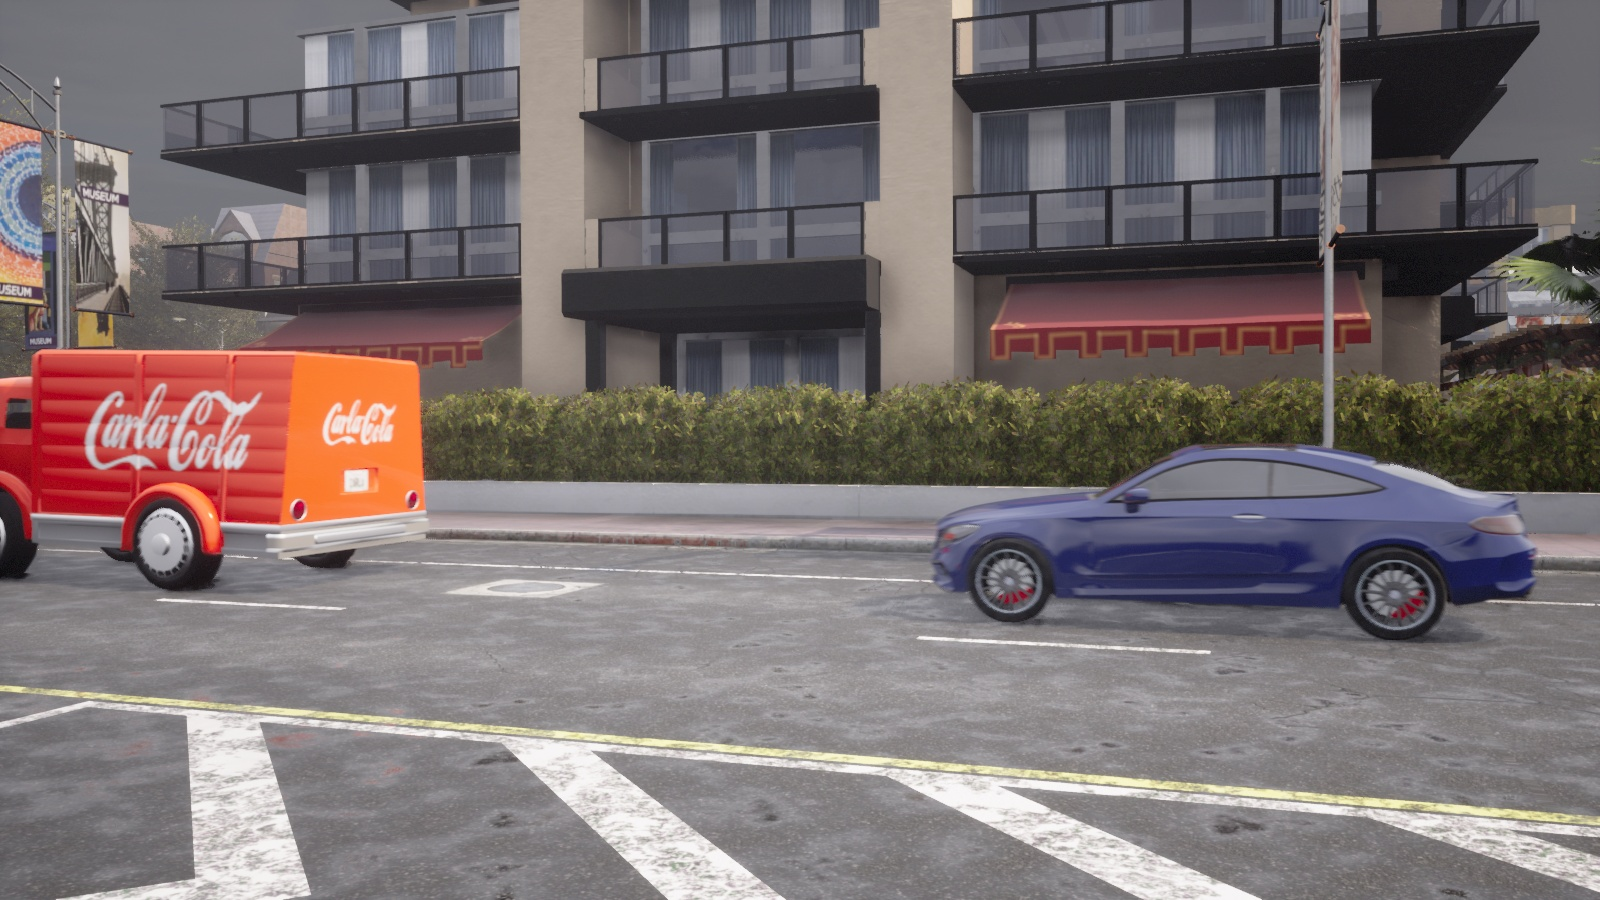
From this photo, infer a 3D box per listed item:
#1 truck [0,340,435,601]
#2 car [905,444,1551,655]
[{"bbox_3d":[-7.089,0.106,13.983,5.204,2.467,2.627,2,1,19],"label":"truck"},{"bbox_3d":[3.370,0.697,10.470,4.674,1.442,1.812,0,1,19],"label":"car"}]
